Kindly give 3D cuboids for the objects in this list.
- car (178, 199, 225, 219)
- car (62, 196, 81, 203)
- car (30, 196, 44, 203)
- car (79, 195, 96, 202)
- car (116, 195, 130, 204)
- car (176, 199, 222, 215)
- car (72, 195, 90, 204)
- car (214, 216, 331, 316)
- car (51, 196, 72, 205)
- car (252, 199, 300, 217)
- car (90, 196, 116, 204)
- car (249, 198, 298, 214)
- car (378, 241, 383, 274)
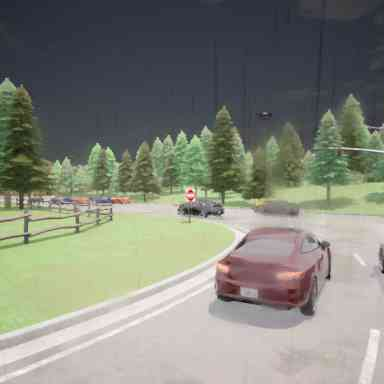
[{"bbox_3d":[0.721,1.493,29.268,2.128,1.511,4.902,0,0,-40],"label":"car"},{"bbox_3d":[-25.909,1.543,71.459,2.033,1.411,5.357,0,0,-40],"label":"car"},{"bbox_3d":[-31.055,1.527,66.718,1.812,1.442,4.674,0,0,-40],"label":"car"},{"bbox_3d":[-23.234,1.503,73.714,1.837,1.490,4.892,0,0,-40],"label":"car"},{"bbox_3d":[-13.511,1.354,62.367,2.097,1.767,4.553,0,0,-40],"label":"car"},{"bbox_3d":[0.616,1.494,34.813,2.128,1.511,4.902,0,0,-40],"label":"car"},{"bbox_3d":[-19.978,1.356,59.174,2.097,1.767,4.553,0,0,-40],"label":"car"},{"bbox_3d":[2.045,1.526,7.615,1.812,1.442,4.674,0,0,28],"label":"car"},{"bbox_3d":[-22.747,1.528,57.034,1.812,1.442,4.674,0,0,-40],"label":"car"},{"bbox_3d":[8.052,1.565,31.438,1.994,1.385,4.181,0,0,-40],"label":"car"},{"bbox_3d":[-16.009,1.528,59.889,1.812,1.442,4.674,0,0,-41],"label":"car"},{"bbox_3d":[8.765,1.479,36.016,1.882,1.535,5.008,0,0,-40],"label":"car"},{"bbox_3d":[5.353,1.548,7.306,2.033,1.411,5.357,0,0,24],"label":"car"}]
